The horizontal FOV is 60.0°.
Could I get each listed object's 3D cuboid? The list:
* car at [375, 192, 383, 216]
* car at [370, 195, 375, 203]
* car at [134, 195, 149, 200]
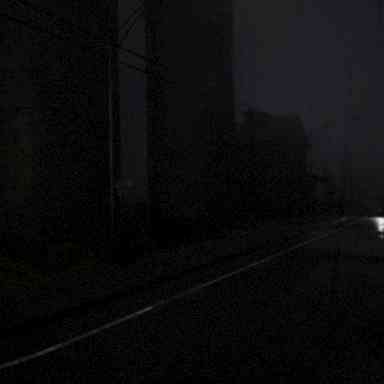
[{"bbox_3d":[17.700,0.960,28.985,2.150,2.045,5.566,-2,0,35],"label":"car"},{"bbox_3d":[30.803,0.752,51.583,2.150,2.045,5.566,1,-1,-38],"label":"car"},{"bbox_3d":[-10.423,1.560,71.265,3.866,1.878,1.905,1,-6,-7],"label":"car"}]
